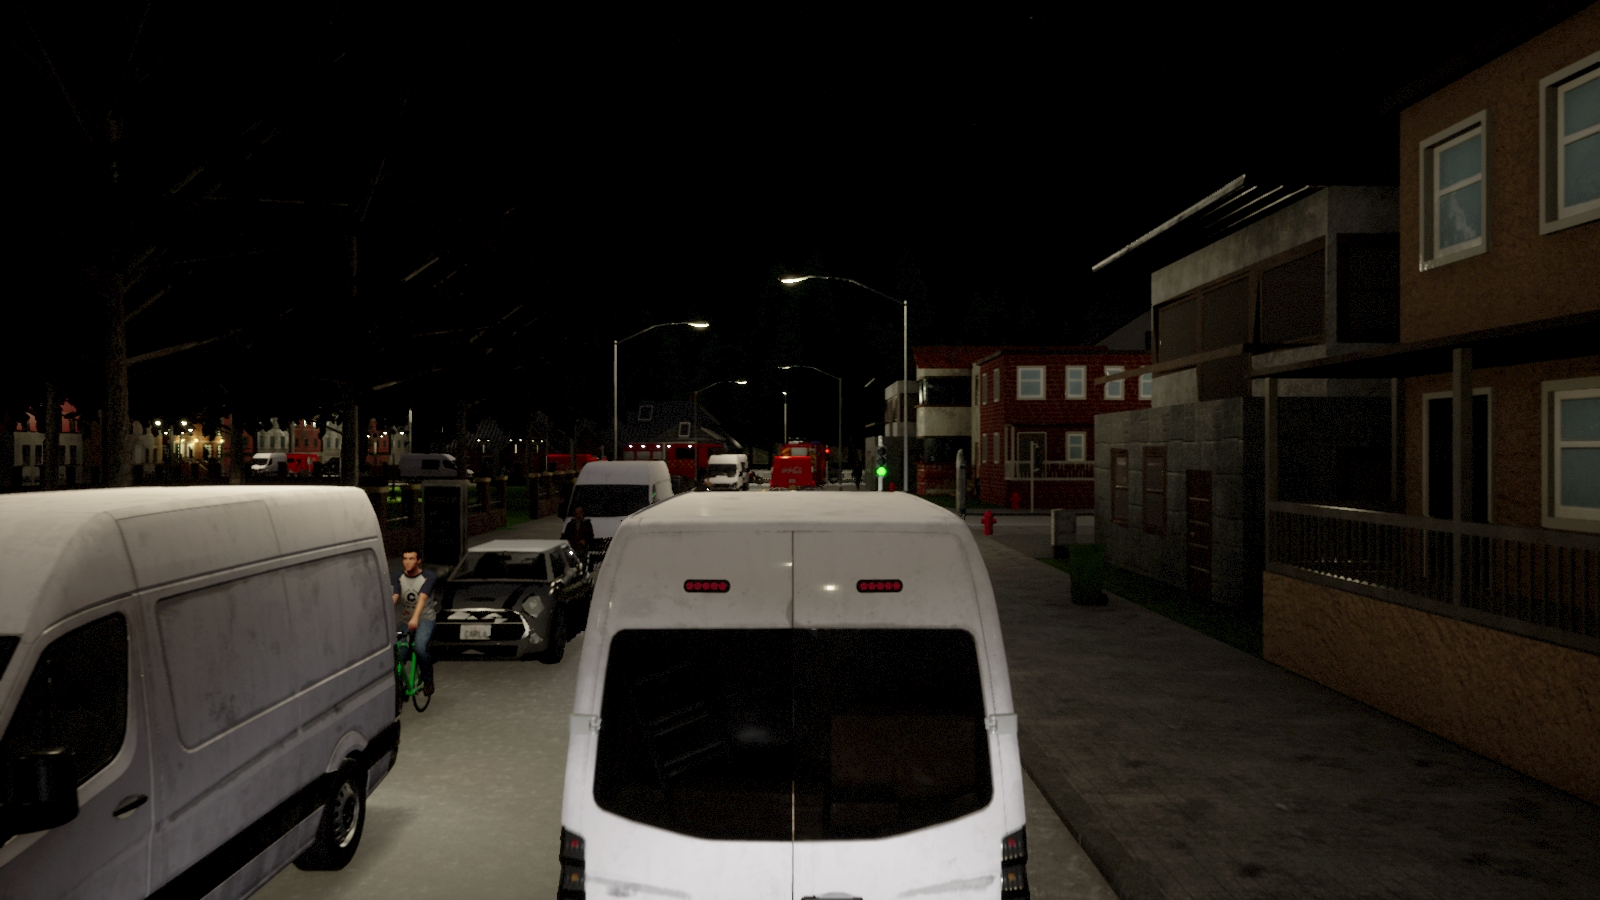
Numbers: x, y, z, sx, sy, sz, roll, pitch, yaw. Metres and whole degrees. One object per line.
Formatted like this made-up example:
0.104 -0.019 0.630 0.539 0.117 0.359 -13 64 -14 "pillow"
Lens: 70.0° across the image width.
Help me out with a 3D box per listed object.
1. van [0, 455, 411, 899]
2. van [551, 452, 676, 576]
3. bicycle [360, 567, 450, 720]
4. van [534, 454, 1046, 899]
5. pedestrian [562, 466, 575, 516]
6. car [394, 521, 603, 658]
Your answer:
-4.029 1.319 5.988 1.988 2.561 5.915 0 0 0 "van"
-4.170 1.333 26.608 1.988 2.561 5.915 0 0 0 "van"
-4.050 1.944 11.802 0.373 1.296 1.643 0 0 0 "bicycle"
-0.049 1.321 7.397 1.988 2.561 5.915 0 0 0 "van"
-8.761 1.553 43.215 0.375 1.860 0.375 0 0 8 "pedestrian"
-4.085 1.856 16.152 1.970 1.475 3.806 0 0 0 "car"
